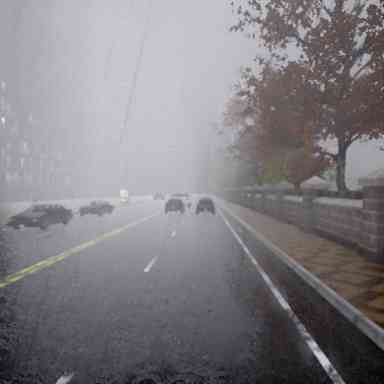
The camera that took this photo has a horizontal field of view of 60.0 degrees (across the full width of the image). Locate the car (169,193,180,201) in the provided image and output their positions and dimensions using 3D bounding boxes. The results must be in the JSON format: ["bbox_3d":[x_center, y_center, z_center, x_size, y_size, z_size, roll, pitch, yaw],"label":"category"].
[{"bbox_3d":[-3.710,1.063,70.421,1.837,1.490,4.892,0,0,2],"label":"car"}]

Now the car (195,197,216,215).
[{"bbox_3d":[1.381,1.447,33.901,1.837,1.490,4.892,0,0,3],"label":"car"}]

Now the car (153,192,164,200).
[{"bbox_3d":[-6.955,0.894,70.581,2.097,1.767,4.553,0,0,2],"label":"car"}]

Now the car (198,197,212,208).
[{"bbox_3d":[1.923,1.422,47.509,1.837,1.490,4.892,0,-1,3],"label":"car"}]

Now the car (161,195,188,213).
[{"bbox_3d":[-1.762,1.393,35.546,1.882,1.535,5.008,0,0,2],"label":"car"}]

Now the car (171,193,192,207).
[{"bbox_3d":[-1.264,1.112,47.956,2.150,2.045,5.566,0,-1,2],"label":"car"}]

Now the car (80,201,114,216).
[{"bbox_3d":[-8.637,1.478,30.373,1.895,1.301,4.718,0,0,3],"label":"car"}]

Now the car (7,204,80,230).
[{"bbox_3d":[-9.074,1.441,20.512,2.033,1.411,5.357,0,0,2],"label":"car"}]
